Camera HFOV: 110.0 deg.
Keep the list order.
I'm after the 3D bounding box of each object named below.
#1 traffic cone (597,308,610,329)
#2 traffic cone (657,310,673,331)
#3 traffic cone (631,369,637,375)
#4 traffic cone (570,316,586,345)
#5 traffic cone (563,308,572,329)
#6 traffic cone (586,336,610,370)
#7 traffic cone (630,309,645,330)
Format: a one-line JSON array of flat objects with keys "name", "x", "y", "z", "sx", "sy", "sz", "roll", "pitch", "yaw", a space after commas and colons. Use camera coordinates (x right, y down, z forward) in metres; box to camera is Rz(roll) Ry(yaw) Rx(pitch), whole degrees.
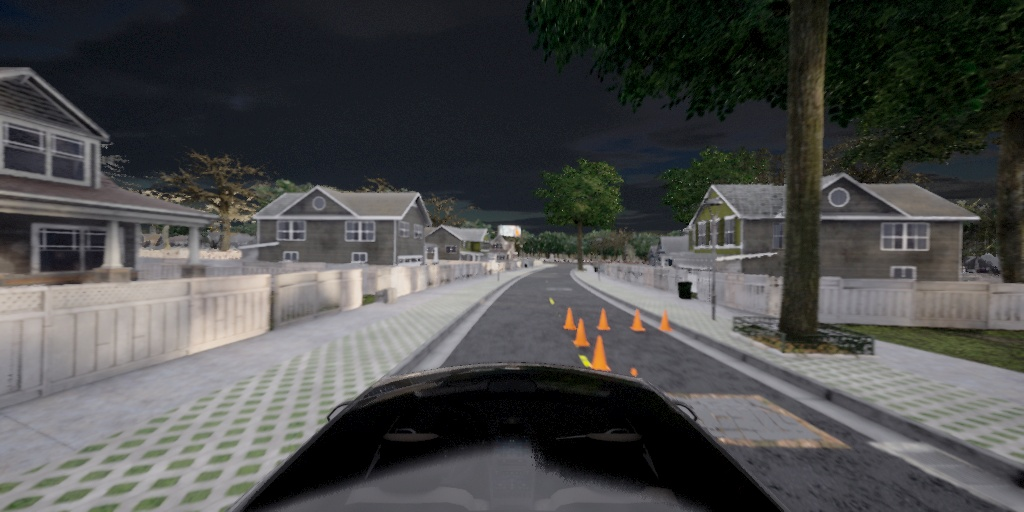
[{"name": "traffic cone", "x": 2.703, "y": 1.851, "z": 10.629, "sx": 0.340, "sy": 0.580, "sz": 0.340, "roll": 0, "pitch": 0, "yaw": 1}, {"name": "traffic cone", "x": 4.514, "y": 1.877, "z": 10.579, "sx": 0.340, "sy": 0.580, "sz": 0.340, "roll": 0, "pitch": 0, "yaw": 0}, {"name": "traffic cone", "x": 1.576, "y": 1.763, "z": 4.653, "sx": 0.340, "sy": 0.580, "sz": 0.340, "roll": 0, "pitch": 0, "yaw": 1}, {"name": "traffic cone", "x": 1.661, "y": 1.812, "z": 8.651, "sx": 0.340, "sy": 0.580, "sz": 0.340, "roll": 0, "pitch": 0, "yaw": 1}, {"name": "traffic cone", "x": 1.703, "y": 1.836, "z": 10.651, "sx": 0.340, "sy": 0.580, "sz": 0.340, "roll": 0, "pitch": 0, "yaw": 1}, {"name": "traffic cone", "x": 1.619, "y": 1.787, "z": 6.652, "sx": 0.340, "sy": 0.580, "sz": 0.340, "roll": 0, "pitch": 0, "yaw": 1}, {"name": "traffic cone", "x": 3.702, "y": 1.865, "z": 10.608, "sx": 0.340, "sy": 0.580, "sz": 0.340, "roll": 0, "pitch": 0, "yaw": 1}]
